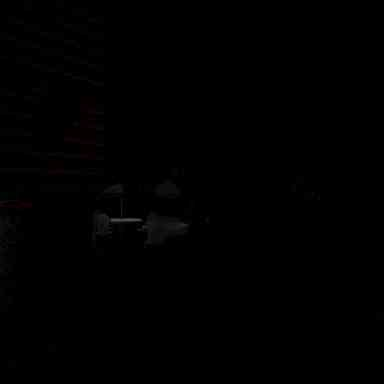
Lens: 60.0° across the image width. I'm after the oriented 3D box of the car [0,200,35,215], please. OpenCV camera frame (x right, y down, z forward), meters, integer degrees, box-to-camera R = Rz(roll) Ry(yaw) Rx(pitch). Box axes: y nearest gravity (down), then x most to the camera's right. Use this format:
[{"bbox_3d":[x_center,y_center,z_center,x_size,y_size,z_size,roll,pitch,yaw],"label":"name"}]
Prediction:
[{"bbox_3d":[-18.129,1.533,32.575,1.882,1.535,5.008,0,0,40],"label":"car"}]
